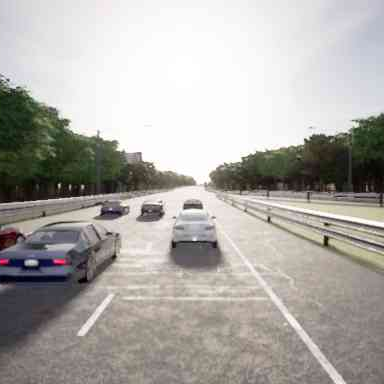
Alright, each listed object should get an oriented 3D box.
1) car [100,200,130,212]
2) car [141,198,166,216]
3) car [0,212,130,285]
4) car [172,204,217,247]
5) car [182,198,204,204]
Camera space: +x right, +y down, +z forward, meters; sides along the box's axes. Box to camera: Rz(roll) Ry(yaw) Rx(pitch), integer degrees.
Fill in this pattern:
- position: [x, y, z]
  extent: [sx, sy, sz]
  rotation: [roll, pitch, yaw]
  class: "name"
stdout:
- position: [-6.908, 1.369, 30.262]
  extent: [1.994, 1.385, 4.181]
  rotation: [0, 1, 0]
  class: "car"
- position: [-3.408, 1.304, 29.758]
  extent: [2.128, 1.511, 4.902]
  rotation: [0, 1, 0]
  class: "car"
- position: [-3.402, 1.538, 9.552]
  extent: [2.033, 1.411, 5.357]
  rotation: [0, 0, 0]
  class: "car"
- position: [0.096, 1.492, 14.695]
  extent: [1.812, 1.442, 4.674]
  rotation: [0, 0, 0]
  class: "car"
- position: [0.092, 1.266, 31.378]
  extent: [1.882, 1.535, 5.008]
  rotation: [0, 1, 0]
  class: "car"
